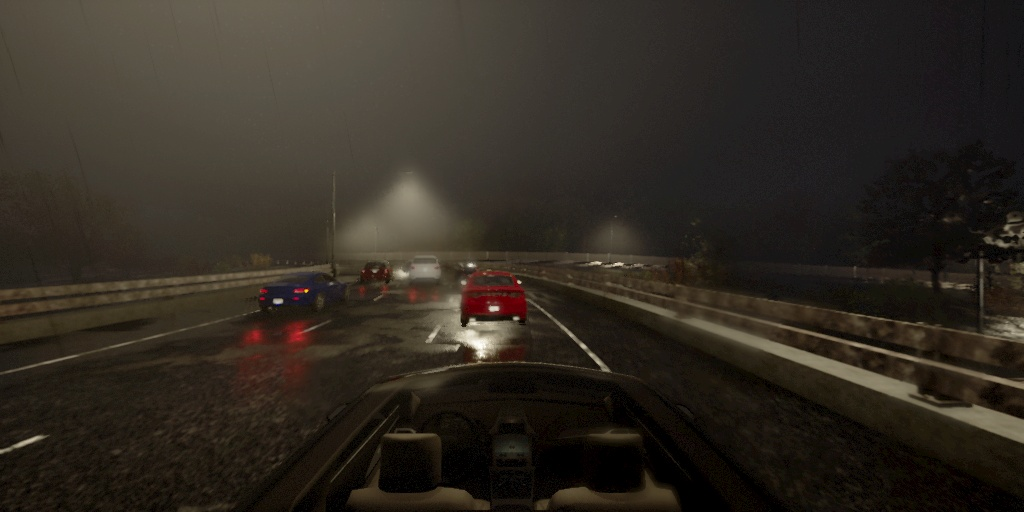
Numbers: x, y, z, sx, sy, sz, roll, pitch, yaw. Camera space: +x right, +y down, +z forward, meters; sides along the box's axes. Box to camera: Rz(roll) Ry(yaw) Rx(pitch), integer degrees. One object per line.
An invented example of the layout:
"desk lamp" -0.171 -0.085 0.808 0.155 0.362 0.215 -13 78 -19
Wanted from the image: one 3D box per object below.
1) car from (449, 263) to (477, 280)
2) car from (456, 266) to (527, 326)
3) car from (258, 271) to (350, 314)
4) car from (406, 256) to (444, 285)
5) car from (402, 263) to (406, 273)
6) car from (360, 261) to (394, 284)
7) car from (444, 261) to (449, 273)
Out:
"car" -3.726 1.288 29.722 2.128 1.511 4.902 0 0 -14
"car" -0.673 1.241 11.862 1.882 1.535 5.008 0 0 -5
"car" -7.920 1.321 14.045 1.812 1.442 4.674 0 0 -6
"car" -6.611 1.023 27.177 2.150 2.045 5.566 0 0 -14
"car" -12.382 1.350 44.336 1.837 1.490 4.892 0 0 -22
"car" -10.627 1.175 28.476 2.097 1.767 4.553 0 0 -14
"car" -9.096 1.311 45.539 1.882 1.535 5.008 0 0 -22
